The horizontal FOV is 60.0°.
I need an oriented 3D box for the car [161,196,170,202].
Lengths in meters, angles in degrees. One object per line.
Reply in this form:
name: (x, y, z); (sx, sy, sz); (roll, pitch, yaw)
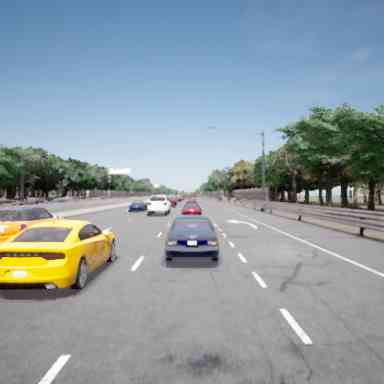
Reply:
car: (-7.091, 1.977, 89.163); (1.882, 1.535, 5.008); (0, 0, 0)

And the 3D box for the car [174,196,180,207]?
car: (-3.555, 1.790, 58.512); (1.882, 1.535, 5.008); (0, 0, 0)

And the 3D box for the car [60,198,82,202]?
car: (-21.076, 1.822, 59.284); (2.128, 1.511, 4.902); (0, 0, 1)

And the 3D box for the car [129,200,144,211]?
car: (-7.035, 1.794, 44.075); (1.994, 1.385, 4.181); (0, 0, 0)

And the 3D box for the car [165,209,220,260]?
car: (0.001, 1.606, 12.598); (2.033, 1.411, 5.357); (0, 0, 0)

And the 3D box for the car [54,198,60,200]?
car: (-24.561, 1.876, 61.470); (2.033, 1.411, 5.357); (0, 0, 0)

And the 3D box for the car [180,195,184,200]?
car: (-3.588, 1.960, 86.589); (1.882, 1.535, 5.008); (0, 0, 0)

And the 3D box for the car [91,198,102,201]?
car: (-17.565, 1.878, 61.498); (2.033, 1.411, 5.357); (0, 0, 0)

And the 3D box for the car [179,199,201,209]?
car: (-0.024, 1.734, 33.839); (1.994, 1.385, 4.181); (0, 0, 0)

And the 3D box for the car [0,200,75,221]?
car: (-7.002, 1.421, 14.297); (2.097, 1.767, 4.553); (0, 0, 0)

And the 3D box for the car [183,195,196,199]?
car: (-0.059, 1.827, 62.738); (2.128, 1.511, 4.902); (0, 0, 0)

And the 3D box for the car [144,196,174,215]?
car: (-3.527, 1.408, 36.470); (2.150, 2.045, 5.566); (0, 0, 0)

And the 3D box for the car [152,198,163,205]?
car: (-7.066, 1.895, 67.863); (1.812, 1.442, 4.674); (0, 0, 0)

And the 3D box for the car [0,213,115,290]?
car: (-3.499, 1.522, 9.237); (1.882, 1.535, 5.008); (0, 0, 0)
